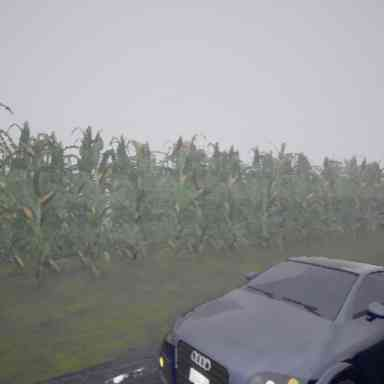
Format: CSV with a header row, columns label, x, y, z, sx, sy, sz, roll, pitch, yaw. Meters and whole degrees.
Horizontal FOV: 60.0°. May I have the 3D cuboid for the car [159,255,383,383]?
label,x,y,z,sx,sy,sz,roll,pitch,yaw
car,1.683,1.584,4.276,4.181,1.385,1.994,0,0,-36
